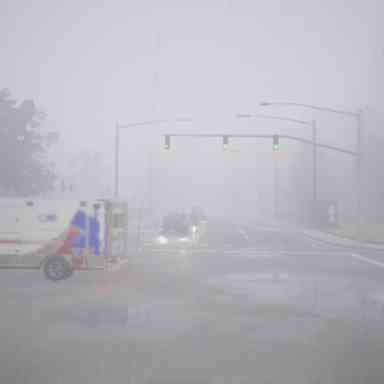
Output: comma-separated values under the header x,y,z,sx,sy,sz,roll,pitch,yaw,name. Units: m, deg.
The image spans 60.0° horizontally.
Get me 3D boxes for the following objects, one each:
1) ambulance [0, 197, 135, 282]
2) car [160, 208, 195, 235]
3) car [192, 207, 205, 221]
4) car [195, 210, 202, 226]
x,y,z,sx,sy,sz,roll,pitch,yaw,name
-5.189,1.411,10.702,6.366,2.431,2.351,0,-2,4,ambulance
-1.195,2.399,26.472,2.097,1.767,4.553,0,-2,5,car
0.869,3.252,50.657,2.150,2.045,5.566,0,-3,5,car
-0.240,3.072,37.829,1.994,1.385,4.181,0,-2,5,car
